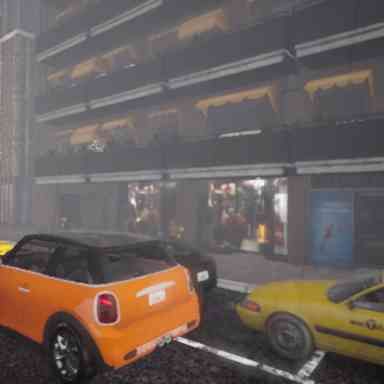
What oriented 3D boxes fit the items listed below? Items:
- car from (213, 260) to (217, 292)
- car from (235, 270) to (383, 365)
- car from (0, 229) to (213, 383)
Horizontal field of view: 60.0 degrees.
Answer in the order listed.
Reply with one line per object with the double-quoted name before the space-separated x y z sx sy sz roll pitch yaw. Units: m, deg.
"car" -1.455 1.672 7.692 4.313 1.339 1.947 0 -1 37
"car" 2.930 1.608 4.408 4.829 1.417 1.752 0 -1 37
"car" -2.161 1.427 5.725 4.553 1.767 2.097 0 -1 37
